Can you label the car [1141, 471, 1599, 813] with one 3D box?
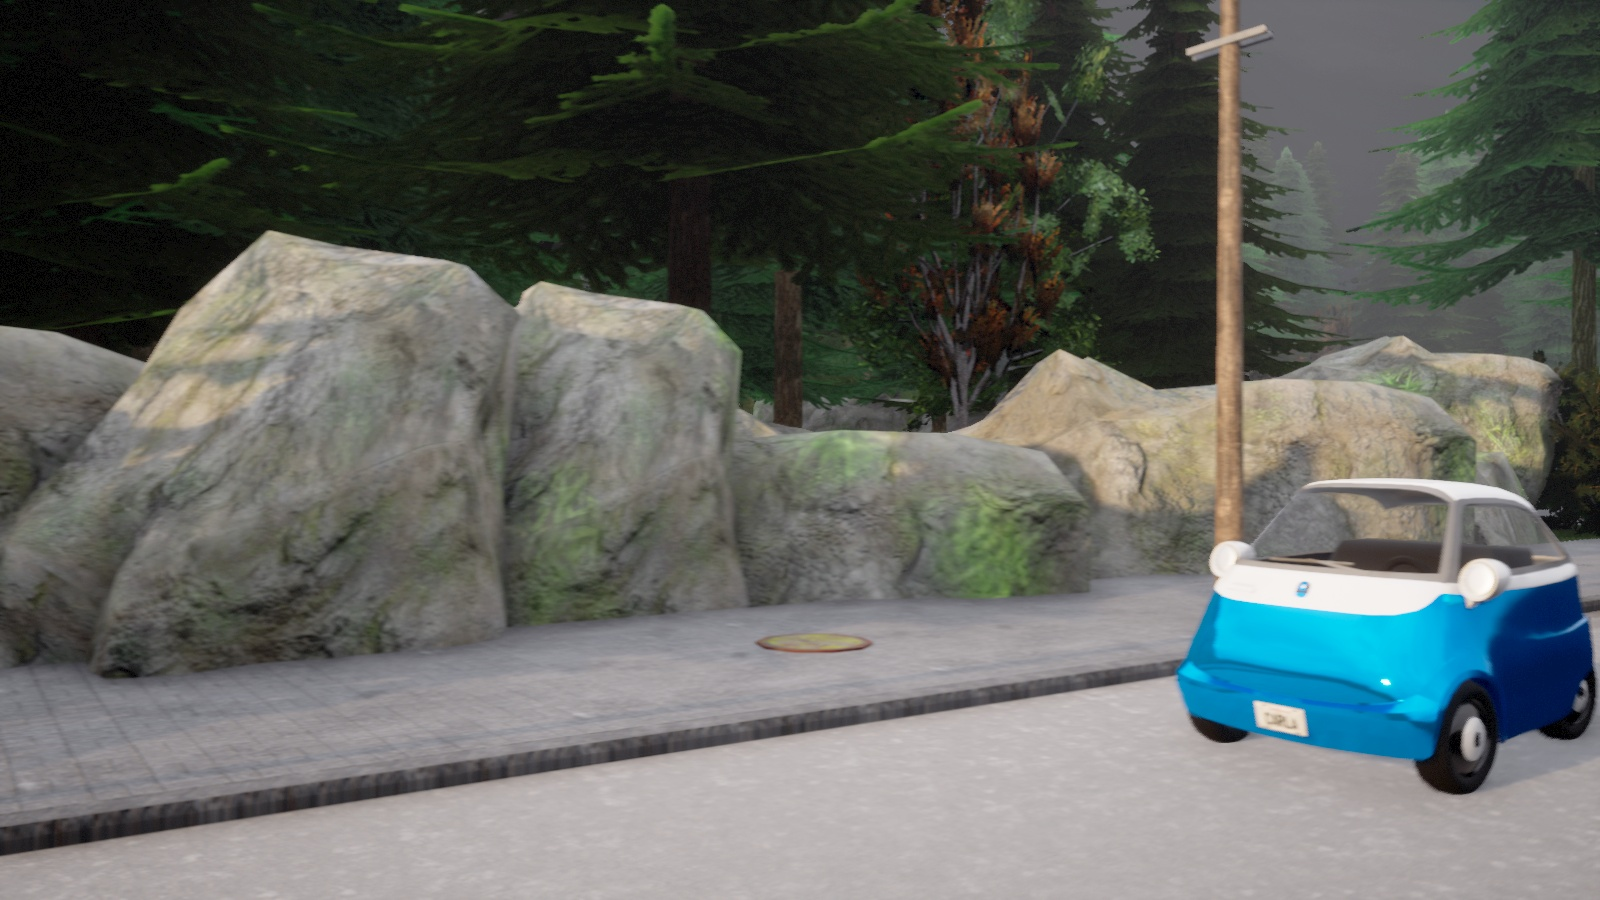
[{"bbox_3d":[3.063,0.809,6.399,2.207,1.376,1.481,0,0,-35],"label":"car"}]
